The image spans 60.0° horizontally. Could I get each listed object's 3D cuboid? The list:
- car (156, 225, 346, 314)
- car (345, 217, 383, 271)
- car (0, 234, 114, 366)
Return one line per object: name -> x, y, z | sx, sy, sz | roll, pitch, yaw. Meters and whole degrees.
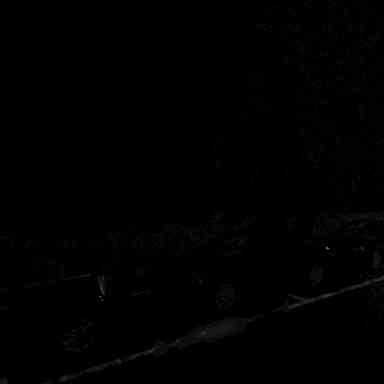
car -> 1.323, 1.536, 7.589 | 4.507, 1.381, 1.887 | 0, 0, -35
car -> 5.885, 1.527, 10.842 | 4.507, 1.381, 1.887 | 0, 0, -35
car -> -3.237, 1.441, 4.335 | 4.097, 1.590, 1.967 | 0, 0, -36
